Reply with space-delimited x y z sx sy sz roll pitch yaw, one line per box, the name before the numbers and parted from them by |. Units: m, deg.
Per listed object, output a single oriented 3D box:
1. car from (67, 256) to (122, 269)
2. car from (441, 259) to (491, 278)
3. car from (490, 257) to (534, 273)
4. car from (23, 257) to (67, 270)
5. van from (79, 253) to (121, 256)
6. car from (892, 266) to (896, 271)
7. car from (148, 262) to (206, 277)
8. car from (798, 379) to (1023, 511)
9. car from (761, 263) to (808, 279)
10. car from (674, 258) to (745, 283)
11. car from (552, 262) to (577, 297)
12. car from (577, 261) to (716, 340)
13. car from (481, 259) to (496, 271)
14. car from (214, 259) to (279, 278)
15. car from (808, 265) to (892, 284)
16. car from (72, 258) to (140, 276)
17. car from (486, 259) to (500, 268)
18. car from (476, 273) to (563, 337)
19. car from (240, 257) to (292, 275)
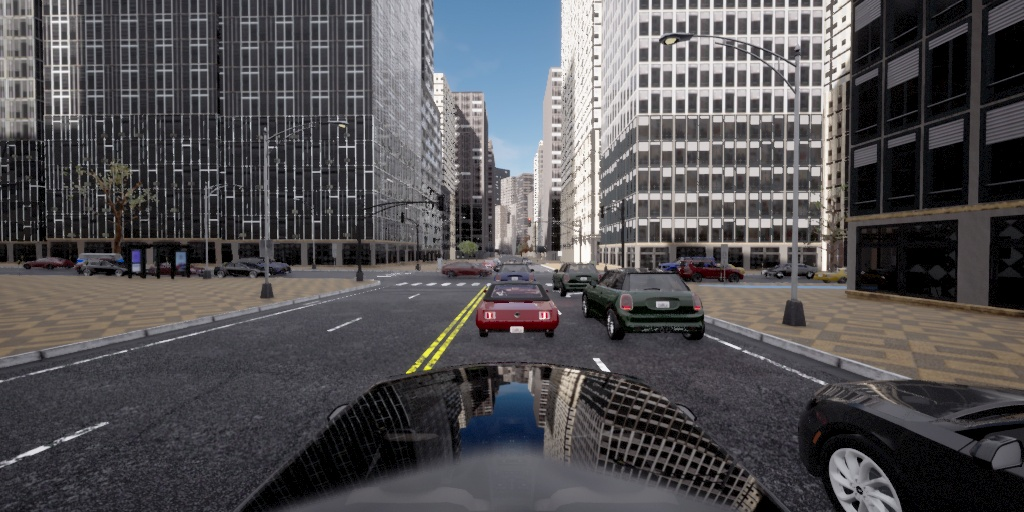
car | -37.699 0.953 33.331 4.674 1.442 1.812 0 1 1
car | -4.080 1.258 32.613 4.674 1.442 1.812 0 1 1
car | 0.132 1.092 19.180 2.097 1.767 4.553 0 0 0
car | -50.899 0.794 39.420 4.207 1.307 1.802 0 0 1
van | -45.217 0.605 39.294 3.998 1.789 1.690 0 0 1
car | 33.163 1.684 29.358 4.207 1.307 1.802 0 0 1
car | -28.363 1.138 30.428 4.207 1.307 1.802 0 0 1
car | 3.342 1.255 1.036 1.837 1.490 4.892 0 0 0
car | 27.224 1.448 35.245 4.902 1.511 2.128 1 1 1
car | 16.245 1.269 29.681 5.009 1.841 2.192 0 0 1
car | 3.380 1.093 19.028 2.097 1.767 4.553 0 0 0
car | 3.357 1.098 10.091 2.097 1.767 4.553 0 0 0
car | -3.238 1.241 50.655 1.812 1.442 4.674 0 0 0
car | -22.679 1.174 30.283 4.313 1.339 1.948 0 0 1
car | 27.693 1.579 29.462 4.829 1.417 1.751 0 0 1
car | -34.043 1.070 30.612 4.313 1.339 1.948 0 0 1
car | -3.214 1.251 60.343 2.033 1.411 5.357 0 0 0
car | 0.113 1.347 10.187 1.895 1.301 4.718 0 0 0
car | -22.901 0.913 32.993 4.553 1.767 2.097 1 1 1
